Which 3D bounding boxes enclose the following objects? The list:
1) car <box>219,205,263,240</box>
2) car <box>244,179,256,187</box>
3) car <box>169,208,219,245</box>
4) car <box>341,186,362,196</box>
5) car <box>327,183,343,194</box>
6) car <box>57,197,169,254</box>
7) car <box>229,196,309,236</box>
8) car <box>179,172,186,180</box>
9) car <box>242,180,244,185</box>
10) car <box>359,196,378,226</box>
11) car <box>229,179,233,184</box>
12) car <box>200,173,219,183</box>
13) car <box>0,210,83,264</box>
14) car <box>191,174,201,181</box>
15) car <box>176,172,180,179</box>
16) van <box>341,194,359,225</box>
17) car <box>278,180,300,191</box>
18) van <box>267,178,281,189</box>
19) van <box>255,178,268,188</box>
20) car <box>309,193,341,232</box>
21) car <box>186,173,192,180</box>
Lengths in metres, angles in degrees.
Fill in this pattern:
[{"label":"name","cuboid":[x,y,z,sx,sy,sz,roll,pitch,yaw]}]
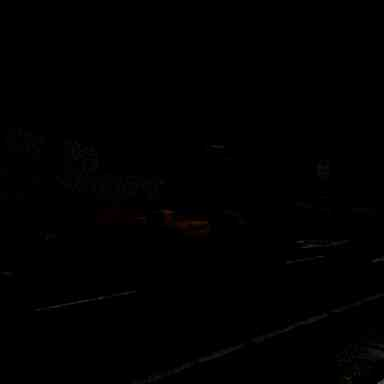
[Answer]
[{"label":"car","cuboid":[0.917,1.546,17.164,4.674,1.452,2.002,-1,-1,35]},{"label":"car","cuboid":[13.645,-1.816,69.983,1.946,1.575,5.366,7,3,35]},{"label":"car","cuboid":[-1.686,1.501,15.532,5.366,1.575,1.946,-1,-1,34]},{"label":"car","cuboid":[25.638,0.132,52.580,2.002,1.452,4.674,7,3,35]},{"label":"car","cuboid":[23.943,-0.430,55.050,2.435,2.045,5.566,7,3,35]},{"label":"car","cuboid":[-4.003,1.246,13.701,5.566,2.045,2.435,-1,-1,34]},{"label":"car","cuboid":[3.342,1.260,18.925,5.566,2.045,2.435,-1,-1,35]},{"label":"car","cuboid":[-0.441,-4.089,89.448,2.185,1.767,4.553,4,1,33]},{"label":"car","cuboid":[11.810,-2.048,72.301,2.002,1.452,4.674,7,3,35]},{"label":"car","cuboid":[10.794,1.400,24.063,4.553,1.767,2.185,-1,-1,35]},{"label":"car","cuboid":[10.063,-2.322,74.760,2.002,1.452,4.674,7,3,35]},{"label":"car","cuboid":[4.946,-3.180,82.262,1.946,1.575,5.366,7,3,34]},{"label":"car","cuboid":[-6.445,1.523,11.952,4.792,1.488,2.163,-1,-1,34]},{"label":"car","cuboid":[3.091,-3.703,84.518,2.435,2.045,5.566,7,3,34]},{"label":"car","cuboid":[-2.217,-4.367,91.793,2.435,2.045,5.566,1,-1,34]},{"label":"van","cuboid":[8.388,1.294,22.308,4.442,1.987,1.878,-1,-1,35]},{"label":"car","cuboid":[18.721,-0.997,62.427,2.231,1.521,4.892,7,3,35]},{"label":"van","cuboid":[16.957,-1.495,64.786,1.878,1.987,4.442,7,4,35]},{"label":"van","cuboid":[15.224,-1.768,67.255,1.878,1.987,4.442,7,4,35]},{"label":"car","cuboid":[5.852,1.265,20.635,5.566,2.045,2.435,-1,-1,35]},{"label":"car","cuboid":[1.293,-3.855,86.981,2.185,1.767,4.553,6,3,34]}]
